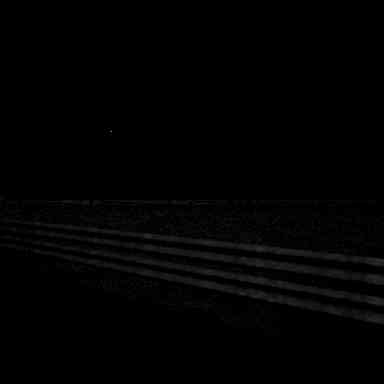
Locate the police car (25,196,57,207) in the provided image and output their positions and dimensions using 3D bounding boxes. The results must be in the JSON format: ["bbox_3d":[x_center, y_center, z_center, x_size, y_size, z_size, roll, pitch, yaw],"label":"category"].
[{"bbox_3d":[-22.132,1.411,49.169,5.238,1.638,1.930,0,0,11],"label":"police car"}]
